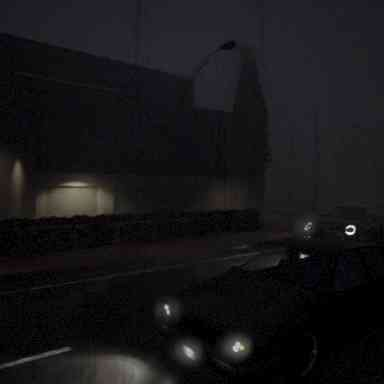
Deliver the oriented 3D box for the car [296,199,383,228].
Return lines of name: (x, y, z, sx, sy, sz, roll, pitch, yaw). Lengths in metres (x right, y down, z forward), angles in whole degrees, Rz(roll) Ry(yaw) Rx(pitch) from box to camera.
car: (6.368, 1.290, 13.250, 4.553, 1.767, 2.097, 0, 0, -40)

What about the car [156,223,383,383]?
car: (2.112, 1.524, 5.563, 5.357, 1.411, 2.033, 0, 0, -36)

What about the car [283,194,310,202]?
car: (20.414, 1.236, 66.297, 1.837, 1.490, 4.892, 0, 0, -33)

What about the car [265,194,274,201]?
car: (15.394, 1.288, 73.392, 1.994, 1.385, 4.181, 0, 0, -37)

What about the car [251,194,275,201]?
car: (16.554, 1.259, 77.659, 2.033, 1.411, 5.357, 0, 0, -37)
